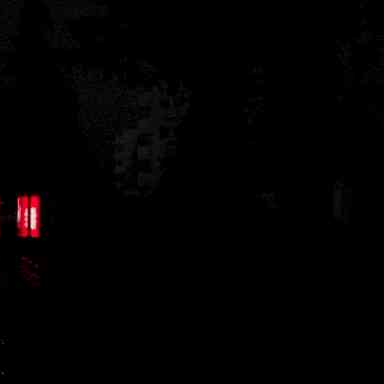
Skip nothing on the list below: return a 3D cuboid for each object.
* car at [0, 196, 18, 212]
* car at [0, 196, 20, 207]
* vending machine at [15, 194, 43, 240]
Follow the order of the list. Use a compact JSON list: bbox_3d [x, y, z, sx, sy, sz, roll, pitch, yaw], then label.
[{"bbox_3d":[-20.129,1.220,36.527,2.097,1.767,4.553,0,0,-14],"label":"car"},{"bbox_3d":[-26.639,1.317,48.034,2.128,1.511,4.902,0,0,-13],"label":"car"},{"bbox_3d":[-7.705,1.148,15.731,1.100,2.100,0.880,1,0,-31],"label":"vending machine"}]
